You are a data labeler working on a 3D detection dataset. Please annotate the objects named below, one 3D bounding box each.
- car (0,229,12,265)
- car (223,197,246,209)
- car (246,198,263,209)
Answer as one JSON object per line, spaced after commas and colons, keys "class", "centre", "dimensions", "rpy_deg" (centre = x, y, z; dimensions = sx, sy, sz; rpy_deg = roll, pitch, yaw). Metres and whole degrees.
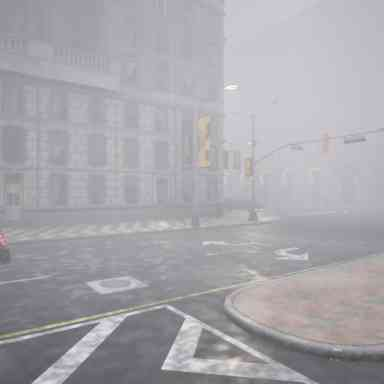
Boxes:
{"class": "car", "centre": [-7.317, 1.352, 8.608], "dimensions": [4.553, 1.767, 2.097], "rpy_deg": [0, 0, -35]}
{"class": "car", "centre": [4.518, 1.505, 44.363], "dimensions": [1.837, 1.490, 4.892], "rpy_deg": [0, 0, -36]}
{"class": "car", "centre": [7.392, 1.547, 46.352], "dimensions": [2.033, 1.411, 5.357], "rpy_deg": [0, 0, -36]}
